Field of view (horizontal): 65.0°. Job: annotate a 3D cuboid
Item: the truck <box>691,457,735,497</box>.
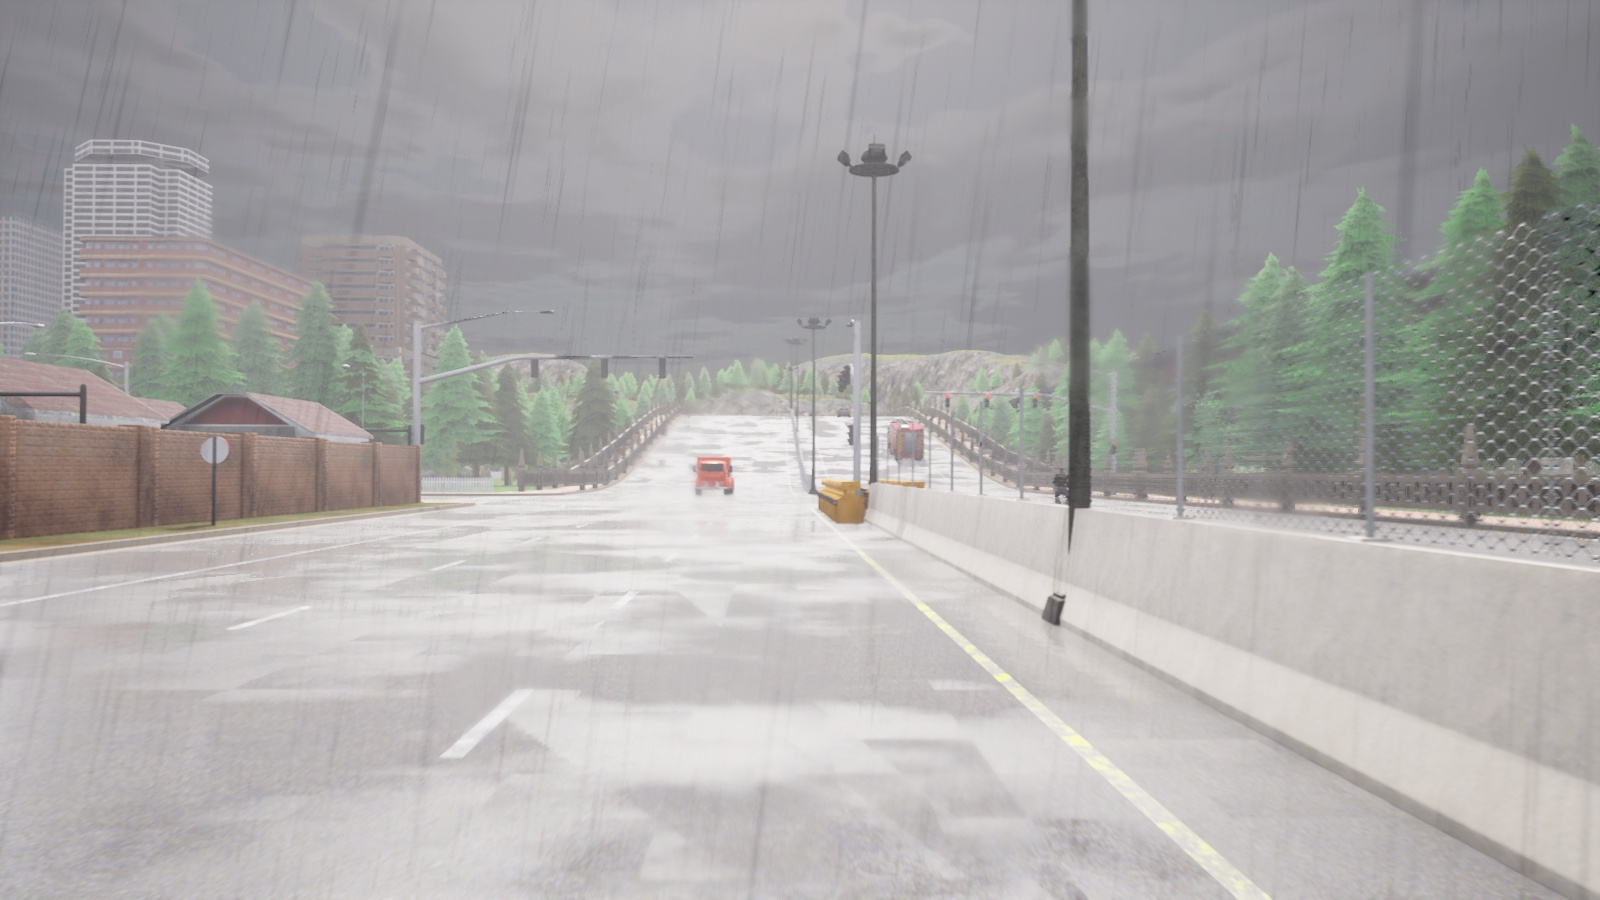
[{"bbox_3d":[-5.512,1.696,80.285,2.627,2.467,5.204,0,-1,-1],"label":"truck"}]
